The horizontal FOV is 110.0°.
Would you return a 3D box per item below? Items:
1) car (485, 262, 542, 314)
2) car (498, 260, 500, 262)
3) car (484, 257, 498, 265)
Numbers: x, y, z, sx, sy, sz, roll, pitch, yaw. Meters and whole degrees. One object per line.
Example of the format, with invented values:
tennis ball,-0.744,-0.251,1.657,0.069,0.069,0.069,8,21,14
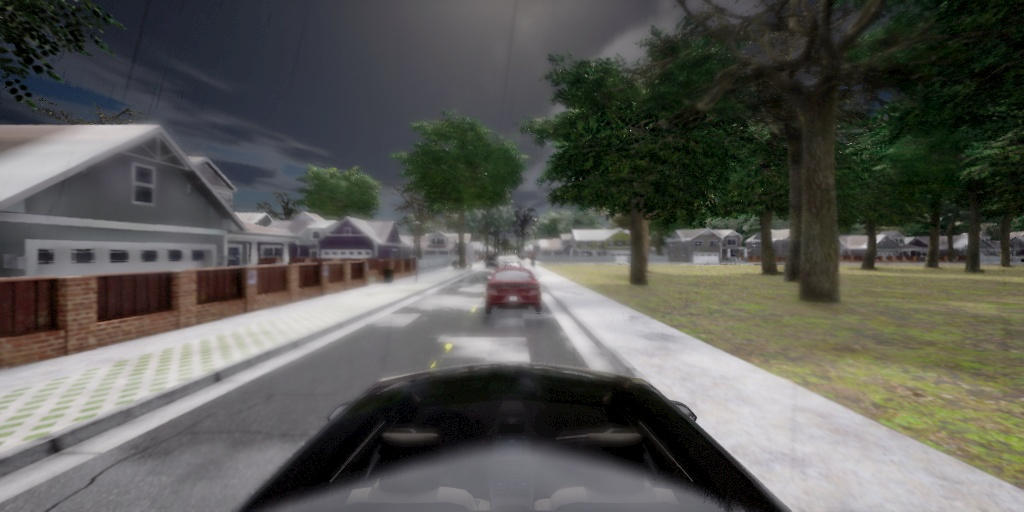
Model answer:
car,0.067,1.157,13.560,1.882,1.535,5.008,0,0,1
car,0.077,1.148,29.301,1.994,1.385,4.181,0,0,0
car,-2.813,0.956,51.197,1.837,1.490,4.892,0,0,0
